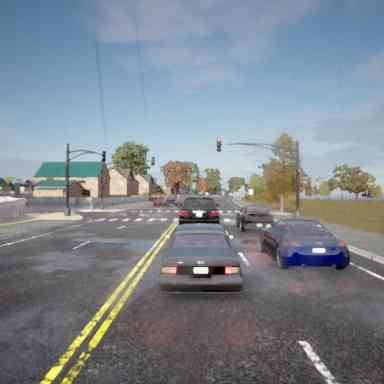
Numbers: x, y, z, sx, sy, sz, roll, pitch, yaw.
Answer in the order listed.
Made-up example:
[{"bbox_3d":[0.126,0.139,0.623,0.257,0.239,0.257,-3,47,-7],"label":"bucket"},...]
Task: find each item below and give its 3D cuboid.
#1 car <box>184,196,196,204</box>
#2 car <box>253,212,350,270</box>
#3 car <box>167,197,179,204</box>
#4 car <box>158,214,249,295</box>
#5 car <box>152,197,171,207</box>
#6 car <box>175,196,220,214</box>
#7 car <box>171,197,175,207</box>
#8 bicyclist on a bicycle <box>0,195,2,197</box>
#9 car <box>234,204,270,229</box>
[{"bbox_3d":[-0.371,1.597,67.698,1.882,1.535,5.008,0,0,5],"label":"car"},{"bbox_3d":[3.500,1.569,11.102,1.994,1.385,4.181,0,0,1],"label":"car"},{"bbox_3d":[-3.752,1.719,66.289,1.895,1.301,4.718,0,0,5],"label":"car"},{"bbox_3d":[0.204,1.552,8.891,2.033,1.411,5.357,0,0,1],"label":"car"},{"bbox_3d":[-4.861,1.678,51.195,1.895,1.301,4.718,0,0,4],"label":"car"},{"bbox_3d":[0.422,1.235,19.139,2.150,2.045,5.566,0,0,1],"label":"car"},{"bbox_3d":[-1.591,1.552,51.349,1.882,1.535,5.008,0,0,4],"label":"car"},{"bbox_3d":[-23.947,1.032,41.358,0.582,1.620,1.656,1,-1,16],"label":"bicyclist on a bicycle"},{"bbox_3d":[3.689,1.518,19.994,1.837,1.490,4.892,0,0,3],"label":"car"}]
